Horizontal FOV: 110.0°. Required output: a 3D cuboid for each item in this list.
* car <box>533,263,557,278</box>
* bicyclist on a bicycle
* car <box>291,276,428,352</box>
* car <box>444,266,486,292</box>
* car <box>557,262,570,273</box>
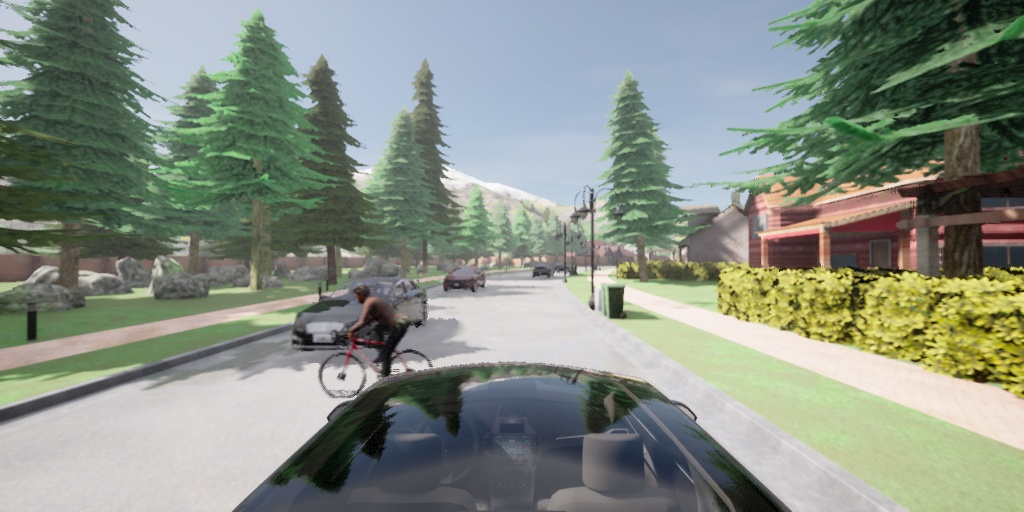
[{"bbox_3d":[3.428,1.544,38.629,1.837,1.490,4.892,0,0,13],"label":"car"},{"bbox_3d":[-1.947,1.230,5.101,1.656,1.620,0.582,-2,0,0],"label":"bicyclist on a bicycle"},{"bbox_3d":[-3.506,1.300,9.180,2.128,1.511,4.902,0,-1,1],"label":"car"},{"bbox_3d":[-2.920,1.392,22.891,1.882,1.535,5.008,0,-1,5],"label":"car"},{"bbox_3d":[6.980,1.637,50.511,1.837,1.490,4.892,0,0,20],"label":"car"}]
